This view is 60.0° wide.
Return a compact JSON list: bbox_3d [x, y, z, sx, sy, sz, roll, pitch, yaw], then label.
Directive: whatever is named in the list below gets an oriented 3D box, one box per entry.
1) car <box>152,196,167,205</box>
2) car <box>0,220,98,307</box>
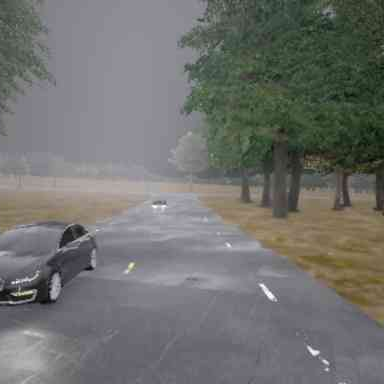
[{"bbox_3d":[-4.882,1.272,50.888,1.994,1.385,4.181,0,1,-1],"label":"car"},{"bbox_3d":[-3.696,1.515,8.195,1.837,1.490,4.892,0,0,-1],"label":"car"}]
